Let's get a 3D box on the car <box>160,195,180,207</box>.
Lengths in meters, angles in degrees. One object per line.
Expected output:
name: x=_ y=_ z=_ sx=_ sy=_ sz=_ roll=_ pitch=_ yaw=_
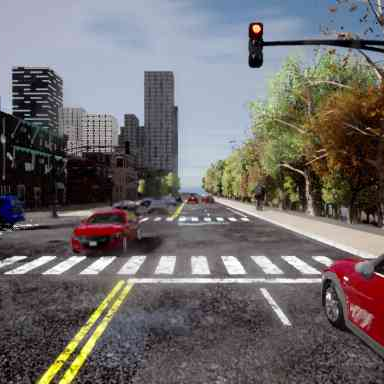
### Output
car: x=-3.319 y=1.529 z=51.572 sx=2.033 sy=1.411 sz=5.357 roll=0 pitch=0 yaw=0

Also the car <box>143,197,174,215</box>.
car: x=-3.336 y=1.537 z=34.104 sx=2.033 sy=1.411 sz=5.357 roll=0 pitch=0 yaw=0

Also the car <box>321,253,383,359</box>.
car: x=3.350 y=1.351 z=4.140 sx=2.097 sy=1.767 sz=4.553 roll=0 pitch=0 yaw=0

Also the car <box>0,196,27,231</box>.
car: x=-13.123 y=1.322 z=20.140 sx=5.566 sy=2.045 sz=2.150 roll=-2 pitch=2 yaw=-12

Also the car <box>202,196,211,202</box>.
car: x=3.279 y=1.522 z=75.455 sx=1.994 sy=1.385 sz=4.181 roll=0 pitch=0 yaw=0

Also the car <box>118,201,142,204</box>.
car: x=-6.587 y=1.591 z=33.474 sx=1.895 sy=1.301 sz=4.718 roll=0 pitch=0 yaw=0

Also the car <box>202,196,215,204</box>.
car: x=3.373 y=1.453 z=65.312 sx=1.882 sy=1.535 sz=5.008 roll=0 pitch=0 yaw=0

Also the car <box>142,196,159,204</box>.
car: x=-6.575 y=1.547 z=49.895 sx=1.994 sy=1.385 sz=4.181 roll=0 pitch=0 yaw=0

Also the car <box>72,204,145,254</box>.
car: x=-3.346 y=1.475 z=13.753 sx=1.882 sy=1.535 sz=5.008 roll=0 pitch=0 yaw=0

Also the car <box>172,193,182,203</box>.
car: x=-3.229 y=1.197 z=68.866 sx=2.150 sy=2.045 sz=5.566 roll=0 pitch=0 yaw=0

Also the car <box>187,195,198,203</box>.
car: x=0.123 y=1.327 z=65.981 sx=2.097 sy=1.767 sz=4.553 roll=0 pitch=0 yaw=0
